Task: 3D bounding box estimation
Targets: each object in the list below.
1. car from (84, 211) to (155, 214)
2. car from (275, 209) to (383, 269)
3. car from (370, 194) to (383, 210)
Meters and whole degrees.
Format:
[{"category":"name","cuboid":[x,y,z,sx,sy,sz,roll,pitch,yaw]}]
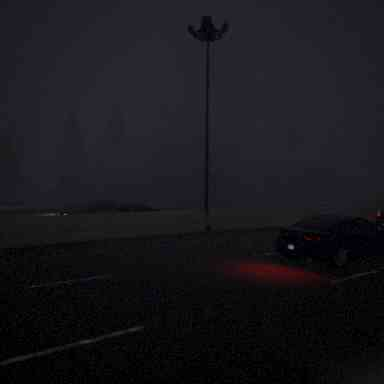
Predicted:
[{"category":"car","cuboid":[-4.320,1.468,22.118,5.357,1.411,2.033,0,0,-33]},{"category":"car","cuboid":[5.048,1.494,11.251,5.008,1.535,1.882,0,0,-32]},{"category":"car","cuboid":[27.997,1.356,46.667,5.566,2.045,2.150,0,0,-21]}]
